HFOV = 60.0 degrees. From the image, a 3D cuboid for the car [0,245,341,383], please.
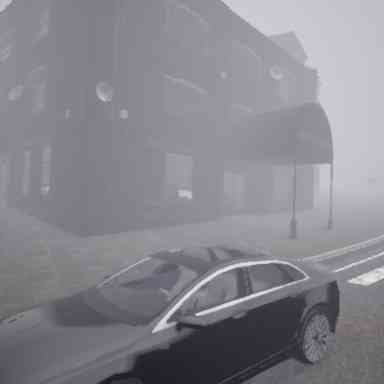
[{"bbox_3d":[-0.005,1.515,4.222,4.902,1.511,2.128,0,0,-38],"label":"car"}]
